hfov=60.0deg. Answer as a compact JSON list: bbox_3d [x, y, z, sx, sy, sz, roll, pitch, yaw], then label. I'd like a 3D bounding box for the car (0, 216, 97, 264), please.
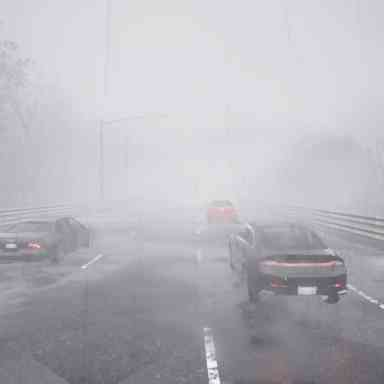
[{"bbox_3d":[-4.987,1.551,11.744,2.033,1.411,5.357,0,0,0],"label":"car"}]

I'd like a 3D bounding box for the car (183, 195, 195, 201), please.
[{"bbox_3d":[-1.132,1.621,85.775,2.033,1.411,5.357,0,0,6],"label":"car"}]

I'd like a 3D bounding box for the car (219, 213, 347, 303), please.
[{"bbox_3d":[2.005,1.493,8.196,2.128,1.511,4.902,0,0,0],"label":"car"}]

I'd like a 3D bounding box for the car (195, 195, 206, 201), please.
[{"bbox_3d":[2.397,1.676,85.897,1.895,1.301,4.718,0,0,6],"label":"car"}]

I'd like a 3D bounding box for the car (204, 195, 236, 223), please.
[{"bbox_3d":[2.223,1.362,25.991,2.097,1.767,4.553,0,0,1],"label":"car"}]
